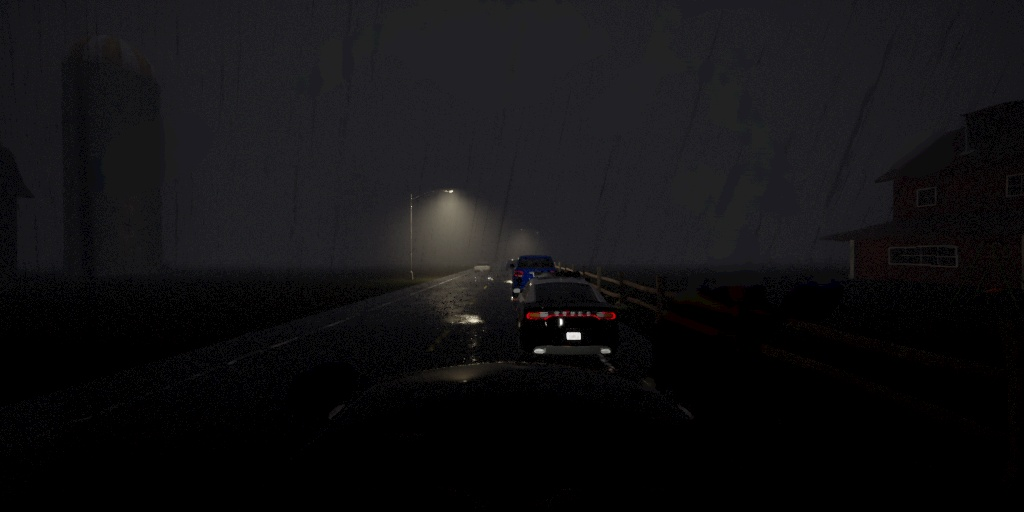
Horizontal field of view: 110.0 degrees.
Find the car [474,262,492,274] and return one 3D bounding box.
[{"bbox_3d":[-3.404,1.375,42.671,1.895,1.301,4.718,0,0,0],"label":"car"}]

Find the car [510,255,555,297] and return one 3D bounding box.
[{"bbox_3d":[1.092,0.975,18.677,2.150,2.045,5.566,0,0,0],"label":"car"}]

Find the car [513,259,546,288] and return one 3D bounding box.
[{"bbox_3d":[1.105,1.106,24.617,2.097,1.767,4.553,0,0,0],"label":"car"}]

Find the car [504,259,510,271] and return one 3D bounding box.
[{"bbox_3d":[0.165,1.264,50.369,1.882,1.535,5.008,0,0,1],"label":"car"}]

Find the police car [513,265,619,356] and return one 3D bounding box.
[{"bbox_3d":[1.070,1.174,8.755,1.930,1.638,5.238,0,0,0],"label":"police car"}]
